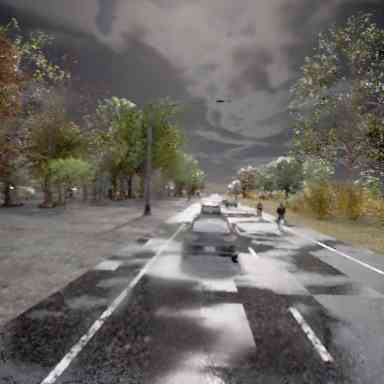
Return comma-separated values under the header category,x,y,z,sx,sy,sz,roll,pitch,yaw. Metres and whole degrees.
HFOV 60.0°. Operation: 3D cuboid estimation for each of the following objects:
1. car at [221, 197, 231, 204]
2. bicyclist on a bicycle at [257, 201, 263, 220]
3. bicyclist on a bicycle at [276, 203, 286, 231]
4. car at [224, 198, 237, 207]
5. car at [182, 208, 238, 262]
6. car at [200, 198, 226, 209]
category,x,y,z,sx,sy,sz,roll,pitch,yaw
car,7.546,1.908,73.470,1.895,1.301,4.718,2,0,3
bicyclist on a bicycle,6.033,1.656,29.648,0.582,1.620,1.656,2,0,3
bicyclist on a bicycle,5.536,1.547,20.852,0.659,1.776,1.843,2,0,3
car,6.739,1.829,57.477,1.994,1.385,4.181,2,0,3
car,0.673,1.561,12.296,1.812,1.442,4.674,2,0,3
car,1.766,1.585,31.533,2.128,1.511,4.902,2,0,3
